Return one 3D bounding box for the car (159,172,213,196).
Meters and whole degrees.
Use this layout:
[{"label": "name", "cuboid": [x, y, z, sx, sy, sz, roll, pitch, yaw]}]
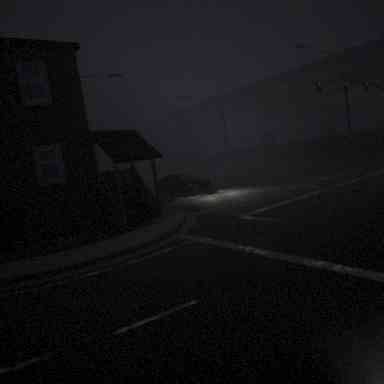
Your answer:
[{"label": "car", "cuboid": [-0.567, -0.644, 23.535, 1.882, 1.535, 5.008, -13, 7, -34]}]
